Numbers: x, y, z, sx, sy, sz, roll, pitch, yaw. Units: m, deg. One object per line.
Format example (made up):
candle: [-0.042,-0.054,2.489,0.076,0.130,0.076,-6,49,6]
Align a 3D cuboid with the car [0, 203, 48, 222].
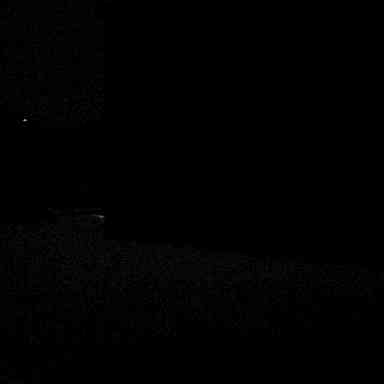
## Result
car: [-13.069,1.588,24.090,1.895,1.301,4.718,0,0,35]

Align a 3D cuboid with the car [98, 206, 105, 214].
car: [-6.655,1.515,33.099,2.033,1.411,5.357,0,0,36]
